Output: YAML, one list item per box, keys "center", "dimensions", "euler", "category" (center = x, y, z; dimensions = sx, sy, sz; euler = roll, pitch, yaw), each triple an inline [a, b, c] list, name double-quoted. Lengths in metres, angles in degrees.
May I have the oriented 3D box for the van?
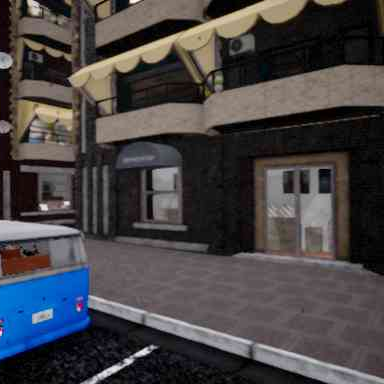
- center: [-3.400, 1.341, 5.315]
  dimensions: [3.998, 1.788, 1.690]
  euler: [0, -1, 36]
  category: "van"
